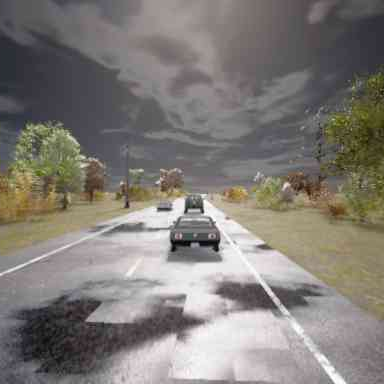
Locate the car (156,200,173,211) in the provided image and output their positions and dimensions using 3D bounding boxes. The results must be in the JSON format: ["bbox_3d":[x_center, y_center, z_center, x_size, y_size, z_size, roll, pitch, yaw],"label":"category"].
[{"bbox_3d":[-3.318,1.687,41.695,2.033,1.411,5.357,0,0,0],"label":"car"}]

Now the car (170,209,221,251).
[{"bbox_3d":[0.123,1.630,14.243,1.895,1.301,4.718,0,0,0],"label":"car"}]

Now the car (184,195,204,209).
[{"bbox_3d":[0.258,1.303,38.690,2.150,2.045,5.566,0,0,0],"label":"car"}]
